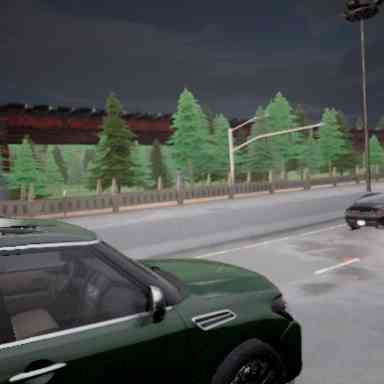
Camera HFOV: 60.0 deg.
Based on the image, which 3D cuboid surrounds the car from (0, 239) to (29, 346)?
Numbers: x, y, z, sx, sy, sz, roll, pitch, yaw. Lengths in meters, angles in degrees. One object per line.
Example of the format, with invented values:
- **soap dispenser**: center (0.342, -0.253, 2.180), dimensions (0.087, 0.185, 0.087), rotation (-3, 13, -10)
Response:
- **car**: center (-4.980, 1.627, 4.496), dimensions (4.718, 1.301, 1.895), rotation (-1, 1, -36)

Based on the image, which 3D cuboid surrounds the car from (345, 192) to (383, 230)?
- **car**: center (8.426, 0.752, 14.138), dimensions (4.892, 1.490, 1.837), rotation (-5, 3, -36)

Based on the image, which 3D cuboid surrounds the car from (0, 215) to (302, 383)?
- **car**: center (-1.539, 1.217, 2.659), dimensions (5.566, 2.045, 2.150), rotation (-2, 1, -35)
